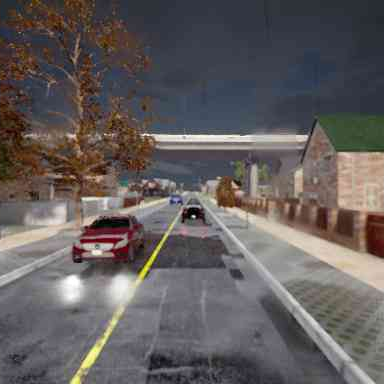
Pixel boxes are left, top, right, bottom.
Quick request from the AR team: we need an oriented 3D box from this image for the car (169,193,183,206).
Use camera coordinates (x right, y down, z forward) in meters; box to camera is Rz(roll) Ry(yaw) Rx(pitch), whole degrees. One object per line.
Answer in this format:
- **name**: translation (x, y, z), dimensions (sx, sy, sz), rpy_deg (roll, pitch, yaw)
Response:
- **car**: translation (-2.664, 1.261, 57.935), dimensions (2.150, 2.045, 5.566), rpy_deg (0, 0, 1)

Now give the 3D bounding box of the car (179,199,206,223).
- **car**: translation (0.117, 1.557, 25.915), dimensions (1.812, 1.442, 4.674), rpy_deg (0, 0, 0)

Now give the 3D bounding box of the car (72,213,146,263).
- **car**: translation (-2.816, 1.541, 12.165), dimensions (1.812, 1.442, 4.674), rpy_deg (0, 0, 0)
